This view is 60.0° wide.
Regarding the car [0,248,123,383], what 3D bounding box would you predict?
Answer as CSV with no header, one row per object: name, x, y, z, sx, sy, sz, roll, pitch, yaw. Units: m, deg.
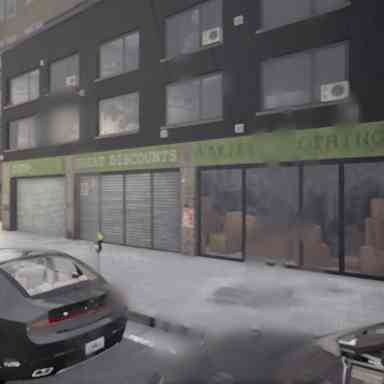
car,-2.910,1.554,5.146,4.403,1.369,2.008,0,0,35

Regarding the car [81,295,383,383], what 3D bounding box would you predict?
car,1.595,1.550,1.950,4.403,1.369,2.008,0,0,35
